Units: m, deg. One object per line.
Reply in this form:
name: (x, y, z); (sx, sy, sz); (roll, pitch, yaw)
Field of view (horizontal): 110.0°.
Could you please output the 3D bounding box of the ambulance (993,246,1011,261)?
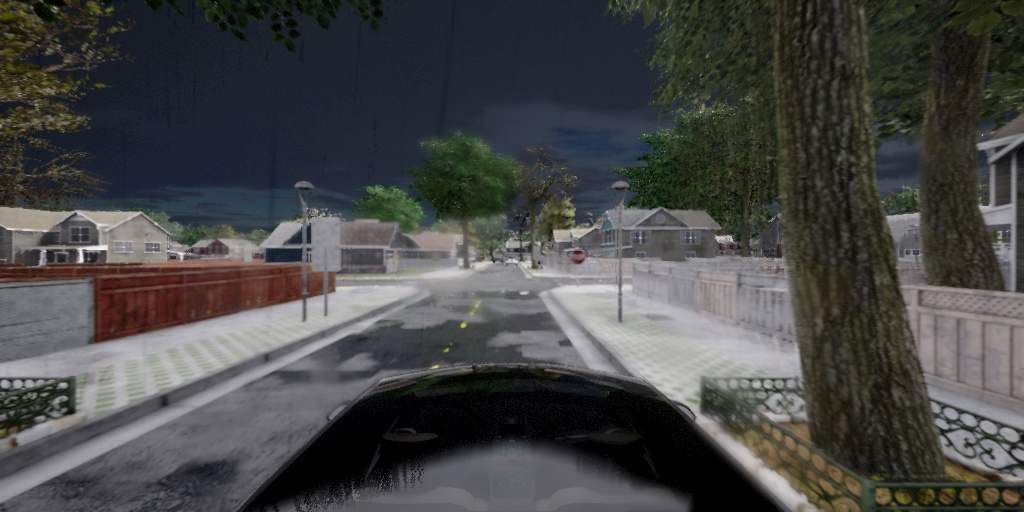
ambulance: (36.848, 0.514, 27.041); (6.366, 2.431, 2.351); (0, 0, 0)
